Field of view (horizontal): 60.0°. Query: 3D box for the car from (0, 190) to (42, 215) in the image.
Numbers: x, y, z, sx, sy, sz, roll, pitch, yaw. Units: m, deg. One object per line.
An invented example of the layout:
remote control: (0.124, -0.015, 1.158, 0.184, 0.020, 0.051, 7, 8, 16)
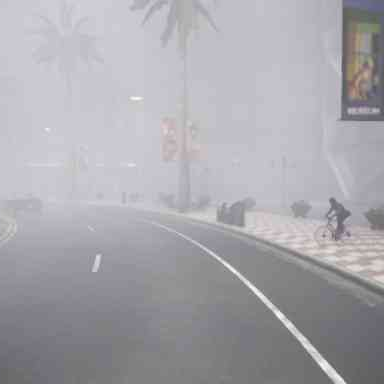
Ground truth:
car: (-13.020, 0.806, 25.333, 1.882, 1.535, 5.008, -1, 2, -40)

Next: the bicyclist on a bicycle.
bicyclist on a bicycle: (4.881, 0.999, 11.234, 1.656, 1.620, 0.582, -1, 2, -13)
